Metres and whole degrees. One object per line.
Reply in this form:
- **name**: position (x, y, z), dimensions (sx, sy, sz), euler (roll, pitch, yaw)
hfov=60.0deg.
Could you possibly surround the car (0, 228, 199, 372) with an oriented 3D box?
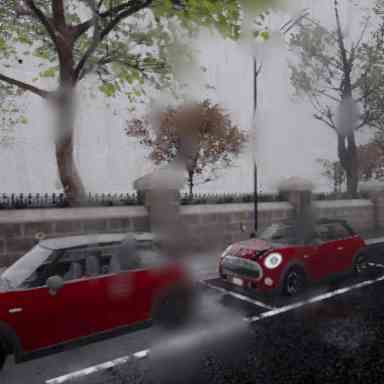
- **car**: position (-1.959, 1.437, 5.164), dimensions (4.097, 1.590, 1.967), euler (0, 0, -36)

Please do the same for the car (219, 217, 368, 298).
- **car**: position (2.622, 1.426, 8.433), dimensions (4.097, 1.590, 1.967), euler (0, 0, -36)
